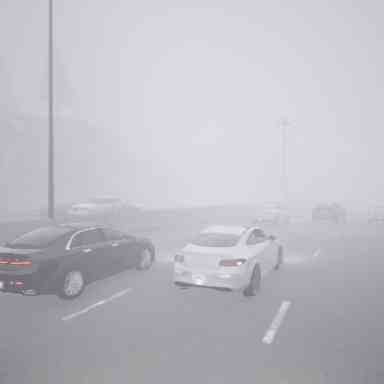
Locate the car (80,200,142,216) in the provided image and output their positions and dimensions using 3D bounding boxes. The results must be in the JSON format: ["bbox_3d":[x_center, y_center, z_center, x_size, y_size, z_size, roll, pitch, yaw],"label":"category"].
[{"bbox_3d":[-5.861,1.637,25.985,2.128,1.511,4.902,0,0,31],"label":"car"}]

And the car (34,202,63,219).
[{"bbox_3d":[-11.706,1.678,29.836,2.128,1.511,4.902,0,0,31],"label":"car"}]

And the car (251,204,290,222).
[{"bbox_3d":[5.851,1.620,24.740,1.812,1.442,4.674,0,0,31],"label":"car"}]

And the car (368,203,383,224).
[{"bbox_3d":[14.423,1.589,25.071,1.812,1.442,4.674,0,0,33],"label":"car"}]

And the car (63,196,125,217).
[{"bbox_3d":[-8.066,1.391,29.188,2.150,2.045,5.566,0,0,31],"label":"car"}]

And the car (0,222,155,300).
[{"bbox_3d":[-2.766,1.557,8.694,1.837,1.490,4.892,0,0,24],"label":"car"}]

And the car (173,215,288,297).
[{"bbox_3d":[1.126,1.563,8.781,1.812,1.442,4.674,0,0,25],"label":"car"}]

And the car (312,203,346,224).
[{"bbox_3d":[10.686,1.572,25.793,2.128,1.511,4.902,0,0,33],"label":"car"}]

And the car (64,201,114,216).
[{"bbox_3d":[-11.385,1.768,37.159,2.033,1.411,5.357,0,0,32],"label":"car"}]
